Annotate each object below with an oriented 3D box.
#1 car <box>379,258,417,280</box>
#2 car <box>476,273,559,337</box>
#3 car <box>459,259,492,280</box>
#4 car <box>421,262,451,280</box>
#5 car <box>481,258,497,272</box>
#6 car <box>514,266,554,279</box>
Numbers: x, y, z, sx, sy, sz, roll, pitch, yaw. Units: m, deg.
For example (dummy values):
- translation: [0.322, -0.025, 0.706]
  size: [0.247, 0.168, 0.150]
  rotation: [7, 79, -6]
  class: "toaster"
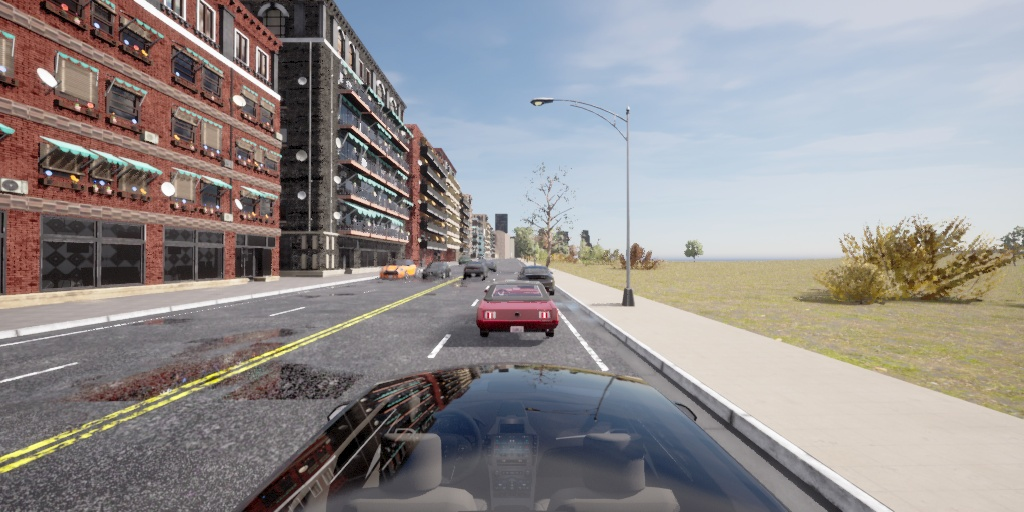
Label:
- translation: [-9.730, 1.104, 30.988]
  size: [2.097, 1.767, 4.553]
  rotation: [0, 0, 0]
  class: "car"
- translation: [0.133, 1.352, 10.235]
  size: [1.895, 1.301, 4.718]
  rotation: [0, 0, 0]
  class: "car"
- translation: [-3.030, 1.254, 30.679]
  size: [1.837, 1.490, 4.892]
  rotation: [0, -1, 0]
  class: "car"
- translation: [-6.480, 1.257, 31.122]
  size: [1.837, 1.490, 4.892]
  rotation: [0, 0, 0]
  class: "car"
- translation: [-2.968, 1.315, 45.714]
  size: [1.994, 1.385, 4.181]
  rotation: [0, 0, 0]
  class: "car"
- translation: [1.210, 1.257, 19.435]
  size: [1.837, 1.490, 4.892]
  rotation: [0, 0, 0]
  class: "car"
